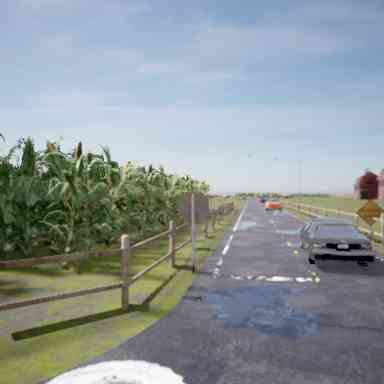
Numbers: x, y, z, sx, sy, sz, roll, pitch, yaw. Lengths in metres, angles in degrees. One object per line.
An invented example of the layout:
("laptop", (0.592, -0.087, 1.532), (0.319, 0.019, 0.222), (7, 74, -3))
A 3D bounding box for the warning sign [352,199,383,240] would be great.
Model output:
("warning sign", (8.438, 1.250, 15.745), (1.300, 1.860, 1.060), (0, 0, 10))

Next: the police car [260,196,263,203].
("police car", (18.990, 2.143, 85.071), (1.930, 1.638, 5.238), (0, 0, 10))

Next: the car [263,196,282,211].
("car", (11.749, 1.767, 48.096), (2.097, 1.767, 4.553), (0, -1, 10))

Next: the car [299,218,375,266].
("car", (5.038, 1.657, 12.124), (2.033, 1.411, 5.357), (0, -1, 14))
